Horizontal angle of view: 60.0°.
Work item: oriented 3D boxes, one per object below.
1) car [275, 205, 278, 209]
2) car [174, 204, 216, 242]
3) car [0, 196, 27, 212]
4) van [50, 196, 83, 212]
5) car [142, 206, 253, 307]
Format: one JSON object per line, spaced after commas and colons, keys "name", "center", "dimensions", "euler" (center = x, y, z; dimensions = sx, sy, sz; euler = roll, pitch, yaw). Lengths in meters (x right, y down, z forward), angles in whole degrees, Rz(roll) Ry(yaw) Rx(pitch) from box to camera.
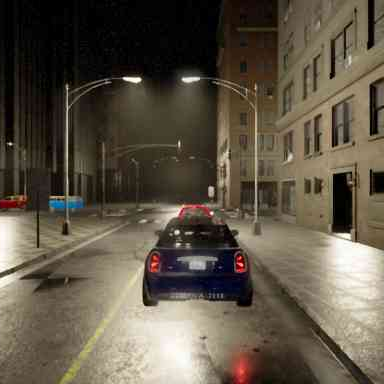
{"name": "car", "center": [12.192, 1.521, 38.638], "dimensions": [4.829, 1.417, 1.752], "euler": [0, 0, -1]}
{"name": "car", "center": [0.132, 1.476, 17.434], "dimensions": [1.882, 1.535, 5.008], "euler": [0, 0, 0]}
{"name": "car", "center": [-20.292, 1.354, 38.207], "dimensions": [5.009, 1.841, 2.192], "euler": [0, 0, -1]}
{"name": "van", "center": [-14.652, 1.381, 38.282], "dimensions": [3.998, 1.788, 1.690], "euler": [0, 0, -1]}
{"name": "car", "center": [0.114, 1.350, 8.145], "dimensions": [2.097, 1.767, 4.553], "euler": [0, 0, 0]}
